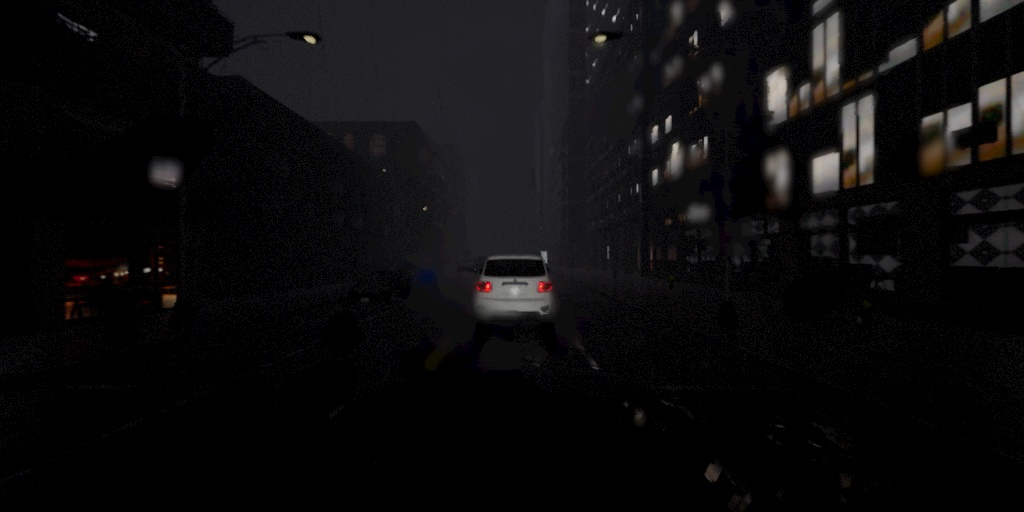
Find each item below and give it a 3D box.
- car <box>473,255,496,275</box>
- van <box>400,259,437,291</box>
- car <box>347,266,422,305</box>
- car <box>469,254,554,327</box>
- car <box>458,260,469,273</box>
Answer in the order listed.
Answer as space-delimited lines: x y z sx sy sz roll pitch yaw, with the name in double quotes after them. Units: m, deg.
-3.035 0.967 40.882 2.150 2.045 5.566 0 0 0 "car"
-5.659 1.088 21.643 1.690 1.789 3.998 0 0 0 "van"
-5.668 1.314 15.994 1.948 1.339 4.313 0 0 0 "car"
0.091 0.967 11.710 2.150 2.045 5.566 0 0 0 "car"
-5.624 1.330 44.236 1.802 1.307 4.207 0 0 0 "car"
